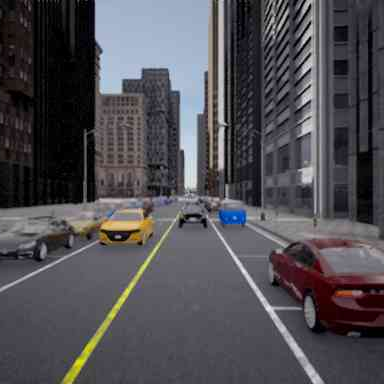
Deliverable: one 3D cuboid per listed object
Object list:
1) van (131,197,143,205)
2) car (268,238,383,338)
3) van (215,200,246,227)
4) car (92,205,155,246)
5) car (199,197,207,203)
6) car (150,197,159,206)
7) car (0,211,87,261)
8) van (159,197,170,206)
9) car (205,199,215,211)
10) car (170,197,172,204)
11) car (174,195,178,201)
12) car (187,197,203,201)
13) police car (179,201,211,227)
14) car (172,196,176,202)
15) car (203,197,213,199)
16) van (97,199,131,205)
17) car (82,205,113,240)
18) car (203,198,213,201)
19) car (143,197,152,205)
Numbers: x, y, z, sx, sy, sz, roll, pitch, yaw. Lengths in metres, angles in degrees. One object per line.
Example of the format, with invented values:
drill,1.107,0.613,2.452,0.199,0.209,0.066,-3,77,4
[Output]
van,-5.725,1.534,29.323,1.690,1.788,3.998,0,0,0
car,2.769,1.590,6.752,1.887,1.381,4.507,0,0,0
van,2.792,1.497,23.675,1.690,1.788,3.998,0,0,0
car,-2.991,1.584,16.042,1.882,1.535,5.008,0,-1,0
car,2.889,2.143,91.360,2.008,1.369,4.403,0,0,0
car,-5.709,1.582,40.605,2.192,1.841,5.009,0,0,0
car,-5.748,1.633,12.400,2.008,1.369,4.403,0,0,0
van,-5.677,1.754,63.168,1.690,1.788,3.998,0,0,0
car,2.817,1.849,40.595,1.802,1.307,4.206,0,0,0
car,-5.668,1.994,68.808,1.887,1.381,4.507,0,0,0
car,-5.637,2.032,91.371,1.967,1.590,4.097,0,0,0
car,0.075,1.814,47.101,2.163,1.488,4.792,0,0,0
police car,0.081,1.664,24.424,2.038,1.542,4.974,0,-1,1
car,-5.652,2.087,80.089,1.947,1.339,4.313,0,0,0
car,2.833,1.906,51.877,1.947,1.339,4.313,0,0,0
van,-5.733,1.497,23.683,1.690,1.788,3.998,0,0,0
car,-5.740,1.643,17.871,1.752,1.417,4.829,0,0,0
car,2.825,1.886,46.236,1.802,1.307,4.206,0,0,0
car,-5.717,1.670,34.963,1.967,1.590,4.097,0,0,0
